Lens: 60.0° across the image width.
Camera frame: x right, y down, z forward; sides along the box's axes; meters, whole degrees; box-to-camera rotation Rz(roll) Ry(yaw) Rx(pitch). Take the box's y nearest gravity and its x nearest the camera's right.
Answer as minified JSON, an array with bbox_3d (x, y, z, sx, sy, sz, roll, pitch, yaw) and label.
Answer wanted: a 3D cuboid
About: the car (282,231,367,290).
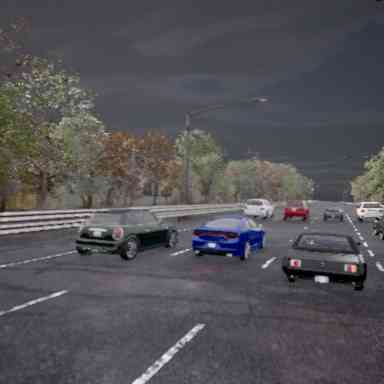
[{"bbox_3d":[3.953,1.808,9.864,1.895,1.301,4.718,1,-1,24],"label":"car"}]

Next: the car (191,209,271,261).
[{"bbox_3d":[1.645,1.667,13.322,1.882,1.535,5.008,1,-1,24],"label":"car"}]

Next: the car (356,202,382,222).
[{"bbox_3d":[18.806,2.093,35.245,2.150,2.045,5.566,1,-1,24],"label":"car"}]

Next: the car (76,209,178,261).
[{"bbox_3d":[-2.303,1.442,13.008,2.097,1.767,4.553,1,-1,24],"label":"car"}]

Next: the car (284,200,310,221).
[{"bbox_3d":[11.051,1.896,34.966,2.150,2.045,5.566,1,-1,24],"label":"car"}]

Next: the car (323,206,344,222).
[{"bbox_3d":[15.114,2.274,35.547,2.128,1.511,4.902,1,-1,24],"label":"car"}]

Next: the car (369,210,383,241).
[{"bbox_3d":[12.008,2.060,19.618,2.033,1.411,5.357,1,-1,23],"label":"car"}]

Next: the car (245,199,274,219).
[{"bbox_3d":[7.028,1.791,34.507,2.150,2.045,5.566,1,-1,24],"label":"car"}]
